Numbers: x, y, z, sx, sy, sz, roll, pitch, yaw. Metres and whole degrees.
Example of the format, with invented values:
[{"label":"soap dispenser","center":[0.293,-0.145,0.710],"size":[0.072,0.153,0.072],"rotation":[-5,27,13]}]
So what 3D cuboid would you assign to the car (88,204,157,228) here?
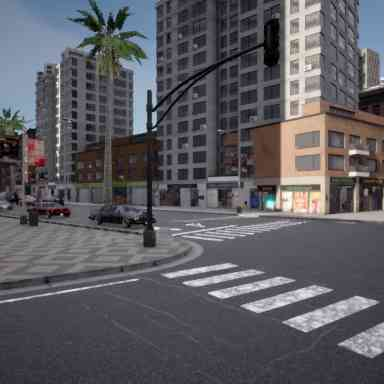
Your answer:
[{"label":"car","center":[-4.818,1.523,22.387],"size":[5.357,1.411,2.033],"rotation":[0,0,40]}]

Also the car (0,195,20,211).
[{"label":"car","center":[-21.542,1.375,37.102],"size":[4.902,1.511,2.128],"rotation":[1,0,43]}]

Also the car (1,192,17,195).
[{"label":"car","center":[-30.291,0.991,54.724],"size":[2.150,2.045,5.566],"rotation":[0,0,-44]}]

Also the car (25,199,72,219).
[{"label":"car","center":[-12.386,1.537,28.836],"size":[4.718,1.301,1.895],"rotation":[0,0,41]}]

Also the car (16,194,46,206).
[{"label":"car","center":[-23.199,1.361,47.806],"size":[4.674,1.442,1.812],"rotation":[0,0,45]}]

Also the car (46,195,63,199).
[{"label":"car","center":[-21.207,1.184,50.404],"size":[4.553,1.767,2.097],"rotation":[0,0,45]}]

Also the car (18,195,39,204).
[{"label":"car","center":[-28.251,1.270,57.286],"size":[1.837,1.490,4.892],"rotation":[0,0,-44]}]
